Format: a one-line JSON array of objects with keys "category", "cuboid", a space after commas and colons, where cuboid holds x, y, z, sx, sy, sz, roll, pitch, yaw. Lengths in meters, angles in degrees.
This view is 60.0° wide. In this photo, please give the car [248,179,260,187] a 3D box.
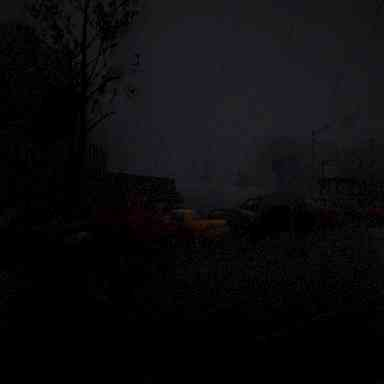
[{"category": "car", "cuboid": [14.612, -1.812, 70.543, 1.946, 1.575, 5.366, 7, 3, 35]}]

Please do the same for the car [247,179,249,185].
[{"category": "car", "cuboid": [12.782, -2.043, 72.865, 2.002, 1.452, 4.674, 7, 4, 35]}]

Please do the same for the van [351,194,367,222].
[{"category": "van", "cuboid": [9.256, 1.296, 22.880, 4.442, 1.987, 1.878, -1, -1, 35]}]

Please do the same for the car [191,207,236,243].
[{"category": "car", "cuboid": [-0.833, 1.502, 16.124, 5.366, 1.575, 1.946, -1, -1, 35]}]

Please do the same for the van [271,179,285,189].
[{"category": "van", "cuboid": [17.913, -1.491, 65.339, 1.878, 1.987, 4.442, 7, 4, 35]}]

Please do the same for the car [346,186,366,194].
[{"category": "car", "cuboid": [26.569, 0.136, 53.115, 2.002, 1.452, 4.674, 7, 3, 35]}]

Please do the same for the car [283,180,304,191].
[{"category": "car", "cuboid": [19.672, -0.992, 62.976, 2.231, 1.521, 4.892, 7, 3, 35]}]

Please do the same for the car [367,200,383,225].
[{"category": "car", "cuboid": [11.666, 1.403, 24.629, 4.553, 1.767, 2.185, -1, -1, 35]}]

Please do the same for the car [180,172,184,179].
[{"category": "car", "cuboid": [-1.203, -4.362, 92.386, 2.435, 2.045, 5.566, 1, -1, 34]}]

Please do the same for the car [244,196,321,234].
[{"category": "car", "cuboid": [4.202, 1.262, 19.507, 5.566, 2.045, 2.435, -1, -1, 35]}]

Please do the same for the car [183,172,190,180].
[{"category": "car", "cuboid": [0.567, -4.085, 90.038, 2.185, 1.767, 4.553, 4, 1, 33]}]

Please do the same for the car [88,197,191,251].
[{"category": "car", "cuboid": [-3.154, 1.247, 14.298, 5.566, 2.045, 2.435, -1, -1, 35]}]

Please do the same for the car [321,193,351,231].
[{"category": "car", "cuboid": [6.717, 1.267, 21.211, 5.566, 2.045, 2.435, -1, -1, 35]}]

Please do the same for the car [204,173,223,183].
[{"category": "car", "cuboid": [5.939, -3.176, 82.840, 1.946, 1.575, 5.366, 7, 3, 34]}]

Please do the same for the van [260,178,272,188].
[{"category": "van", "cuboid": [16.186, -1.764, 67.812, 1.878, 1.987, 4.442, 7, 4, 35]}]

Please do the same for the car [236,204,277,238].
[{"category": "car", "cuboid": [1.774, 1.548, 17.751, 4.674, 1.452, 2.002, -1, -1, 35]}]

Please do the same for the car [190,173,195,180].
[{"category": "car", "cuboid": [2.296, -3.850, 87.567, 2.185, 1.767, 4.553, 6, 3, 34]}]

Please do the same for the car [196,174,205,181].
[{"category": "car", "cuboid": [4.089, -3.699, 85.100, 2.435, 2.045, 5.566, 7, 3, 34]}]

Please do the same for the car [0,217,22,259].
[{"category": "car", "cuboid": [-8.020, 1.493, 10.809, 4.892, 1.521, 2.231, -1, -1, 35]}]

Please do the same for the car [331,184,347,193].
[{"category": "car", "cuboid": [24.879, -0.426, 55.588, 2.435, 2.045, 5.566, 7, 3, 35]}]

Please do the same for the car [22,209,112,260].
[{"category": "car", "cuboid": [-5.599, 1.523, 12.554, 4.792, 1.488, 2.163, -1, -1, 35]}]

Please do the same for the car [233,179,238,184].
[{"category": "car", "cuboid": [11.041, -2.317, 75.328, 2.002, 1.452, 4.674, 7, 3, 35]}]
